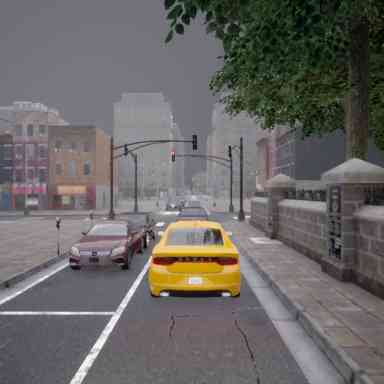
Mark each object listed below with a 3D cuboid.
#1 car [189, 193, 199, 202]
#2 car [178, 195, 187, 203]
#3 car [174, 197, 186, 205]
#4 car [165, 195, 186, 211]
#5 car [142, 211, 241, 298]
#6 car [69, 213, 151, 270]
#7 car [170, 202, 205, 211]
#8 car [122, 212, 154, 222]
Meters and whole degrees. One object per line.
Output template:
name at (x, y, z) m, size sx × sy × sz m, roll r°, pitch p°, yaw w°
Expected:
car at (0.395, 1.508, 66.876) m, size 1.812 × 1.442 × 4.674 m, roll 0°, pitch 0°, yaw 0°
car at (-2.102, 1.481, 71.863) m, size 1.837 × 1.490 × 4.892 m, roll 0°, pitch 0°, yaw 0°
car at (-2.175, 1.586, 61.662) m, size 1.895 × 1.301 × 4.718 m, roll 0°, pitch 0°, yaw 0°
car at (-2.222, 1.482, 41.666) m, size 2.128 × 1.511 × 4.902 m, roll 0°, pitch 0°, yaw 0°
car at (0.080, 1.477, 8.598) m, size 1.882 × 1.535 × 5.008 m, roll 0°, pitch 0°, yaw 0°
car at (-2.620, 1.581, 11.005) m, size 1.802 × 1.307 × 4.206 m, roll 0°, pitch 0°, yaw 0°
car at (0.034, 1.546, 19.088) m, size 2.033 × 1.411 × 5.357 m, roll 0°, pitch 0°, yaw 0°
car at (-2.614, 1.565, 14.668) m, size 1.947 × 1.339 × 4.313 m, roll 0°, pitch 0°, yaw 0°
